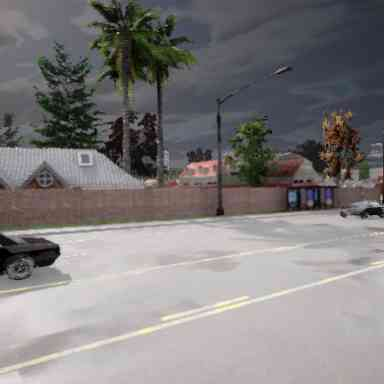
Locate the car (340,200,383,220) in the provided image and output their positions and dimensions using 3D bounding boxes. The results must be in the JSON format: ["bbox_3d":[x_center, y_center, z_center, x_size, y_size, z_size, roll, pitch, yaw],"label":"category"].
[{"bbox_3d":[13.834,1.369,26.771,4.674,1.442,1.812,0,0,-35],"label":"car"}]

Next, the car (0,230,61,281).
[{"bbox_3d":[-5.952,1.609,8.342,4.718,1.301,1.895,0,0,-36],"label":"car"}]
